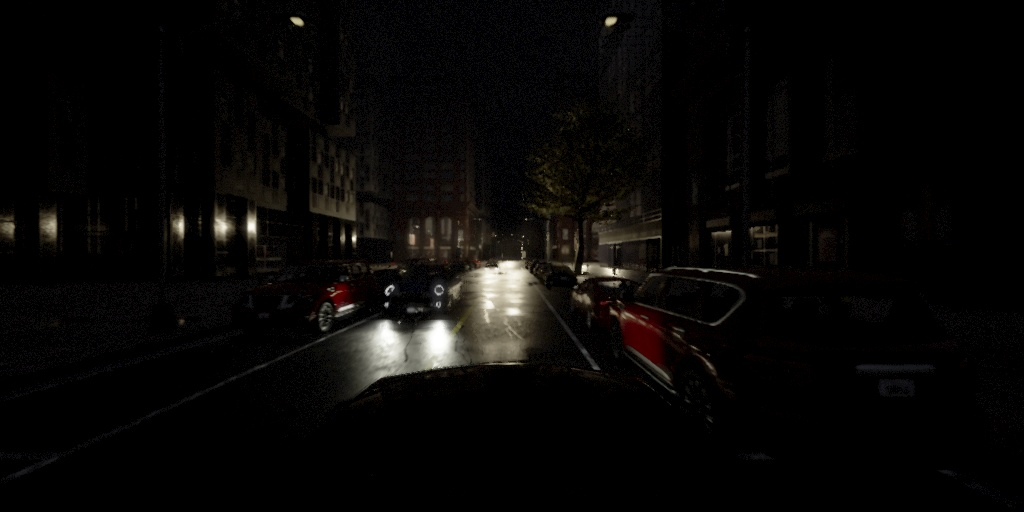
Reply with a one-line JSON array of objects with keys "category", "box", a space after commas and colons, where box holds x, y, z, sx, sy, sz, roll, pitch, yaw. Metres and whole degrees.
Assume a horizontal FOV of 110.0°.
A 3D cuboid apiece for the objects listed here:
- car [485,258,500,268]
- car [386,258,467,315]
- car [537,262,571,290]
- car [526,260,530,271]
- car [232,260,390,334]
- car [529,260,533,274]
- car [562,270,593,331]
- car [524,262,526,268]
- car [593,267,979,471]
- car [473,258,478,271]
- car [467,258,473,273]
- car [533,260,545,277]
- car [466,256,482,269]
[{"category": "car", "box": [-3.051, 1.147, 56.518, 1.837, 1.490, 4.892, 0, 0, 1]}, {"category": "car", "box": [-3.101, 1.071, 13.274, 2.097, 1.767, 4.553, 0, 0, 0]}, {"category": "car", "box": [2.854, 1.263, 21.970, 1.948, 1.339, 4.313, 0, 0, 0]}, {"category": "car", "box": [2.851, 1.101, 38.888, 1.967, 1.591, 4.097, 0, 0, 0]}, {"category": "car", "box": [-5.669, 1.041, 10.698, 2.192, 1.841, 5.009, 0, 0, 0]}, {"category": "car", "box": [2.852, 1.254, 33.249, 1.802, 1.307, 4.207, 0, 0, 0]}, {"category": "car", "box": [2.856, 1.272, 10.691, 1.888, 1.381, 4.507, 0, 0, 0]}, {"category": "car", "box": [2.850, 1.235, 44.527, 1.802, 1.307, 4.207, 0, 0, 0]}, {"category": "car", "box": [2.857, 1.056, 5.052, 2.192, 1.841, 5.009, 0, 0, 0]}, {"category": "car", "box": [-5.675, 1.219, 44.529, 1.948, 1.339, 4.313, 0, 0, 0]}, {"category": "car", "box": [-5.674, 1.227, 38.892, 1.948, 1.339, 4.313, 0, 0, 0]}, {"category": "car", "box": [2.853, 1.209, 27.780, 1.751, 1.417, 4.829, 0, 0, 0]}, {"category": "car", "box": [-5.676, 0.960, 50.167, 2.192, 1.841, 5.009, 0, 0, 0]}]
